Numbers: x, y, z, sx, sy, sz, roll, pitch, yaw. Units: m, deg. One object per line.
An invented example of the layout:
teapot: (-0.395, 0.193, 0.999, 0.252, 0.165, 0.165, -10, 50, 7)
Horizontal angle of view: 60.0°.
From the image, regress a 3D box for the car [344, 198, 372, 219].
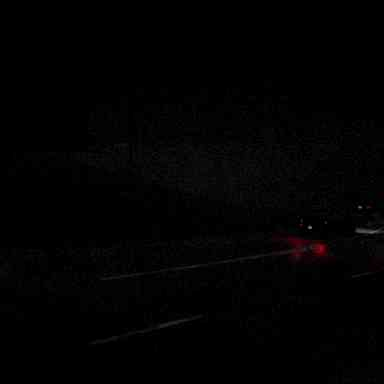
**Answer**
car: (17.040, 1.595, 34.224, 2.150, 2.045, 5.566, 0, 0, 22)

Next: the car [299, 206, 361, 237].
car: (7.885, 1.720, 19.274, 1.812, 1.442, 4.674, 0, 0, 45)
